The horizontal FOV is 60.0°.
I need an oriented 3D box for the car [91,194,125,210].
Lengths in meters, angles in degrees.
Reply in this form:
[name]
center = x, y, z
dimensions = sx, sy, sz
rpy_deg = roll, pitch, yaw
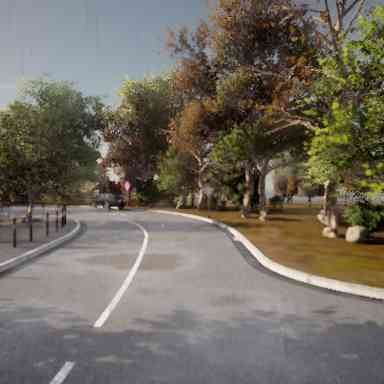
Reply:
[car]
center = -10.626, 1.201, 41.991
dimensions = 5.566, 2.045, 2.150
rpy_deg = 1, 0, 45
